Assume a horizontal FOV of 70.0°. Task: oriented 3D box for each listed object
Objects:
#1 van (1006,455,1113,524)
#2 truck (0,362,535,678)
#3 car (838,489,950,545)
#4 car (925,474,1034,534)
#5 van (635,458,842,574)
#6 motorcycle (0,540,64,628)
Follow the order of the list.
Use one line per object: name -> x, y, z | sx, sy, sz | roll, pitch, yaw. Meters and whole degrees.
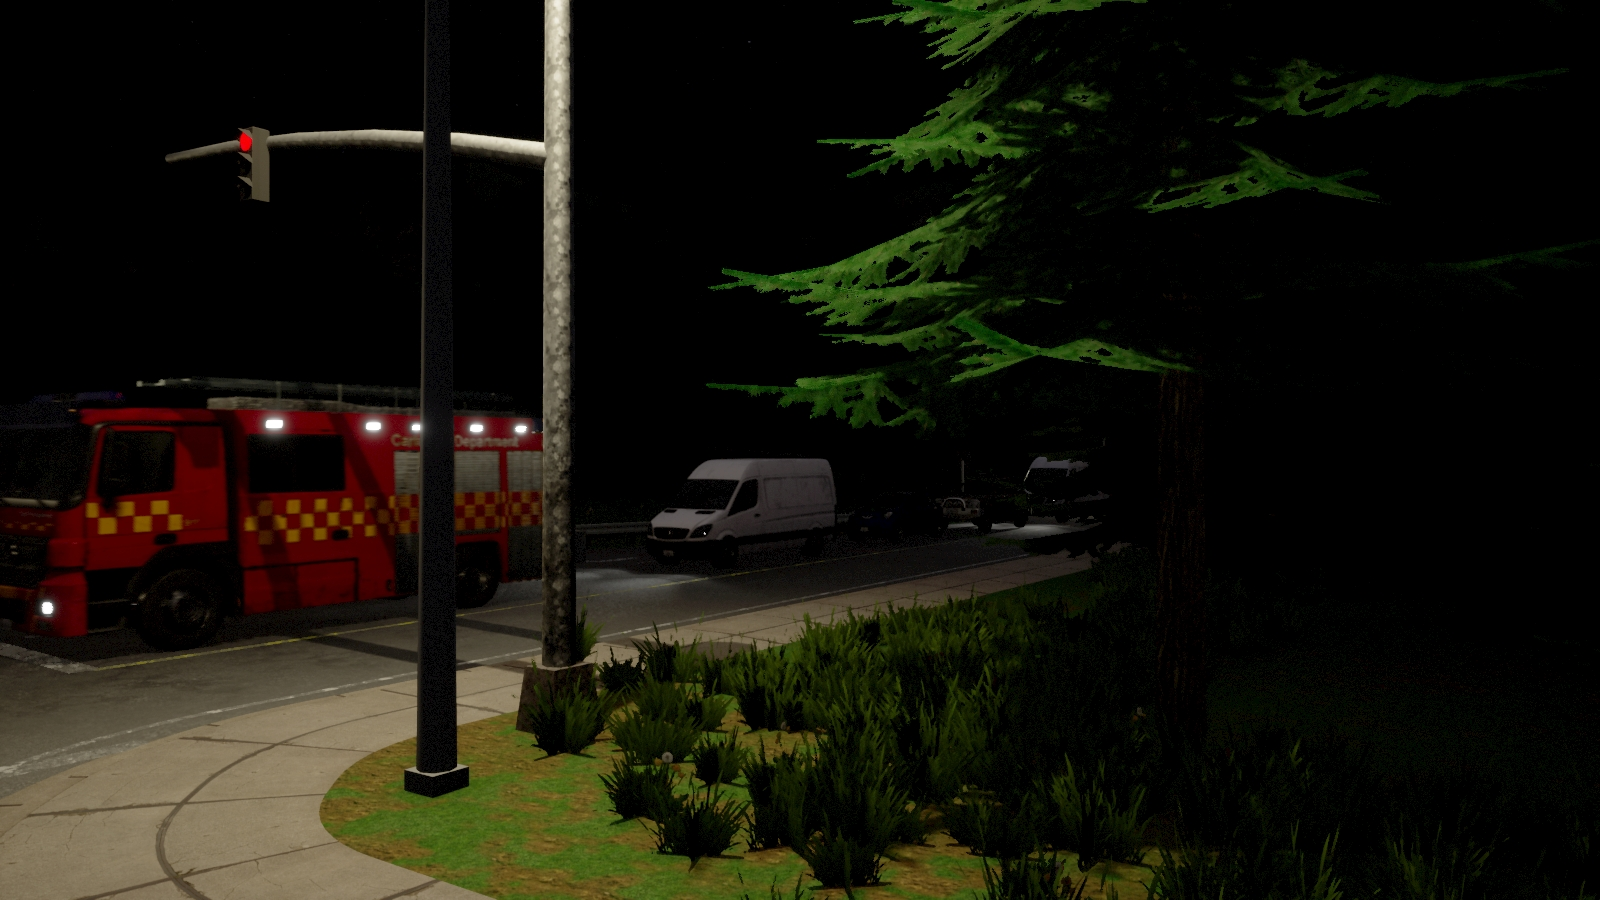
van -> 10.451, 1.497, 45.657 | 1.988, 2.561, 5.915 | 0, 0, 36
truck -> -8.410, 0.854, 18.193 | 2.891, 3.827, 8.468 | 0, 0, 34
car -> 2.910, 2.001, 34.920 | 1.845, 1.501, 3.633 | 0, 0, 34
car -> 6.318, 1.826, 39.820 | 1.932, 1.855, 4.605 | 0, 0, 35
van -> -1.378, 1.498, 28.605 | 1.988, 2.561, 5.915 | 0, 0, 34
motorcycle -> -12.892, 2.130, 17.724 | 0.764, 1.277, 2.356 | 0, 0, 36
